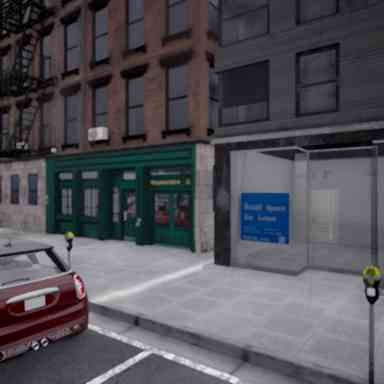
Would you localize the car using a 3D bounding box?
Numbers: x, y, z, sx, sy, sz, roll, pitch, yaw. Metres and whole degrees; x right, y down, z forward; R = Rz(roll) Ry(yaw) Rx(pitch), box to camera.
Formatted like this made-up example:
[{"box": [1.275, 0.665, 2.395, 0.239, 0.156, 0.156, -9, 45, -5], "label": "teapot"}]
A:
[{"box": [-3.576, 1.437, 5.364, 4.097, 1.590, 1.967, 0, 0, 36], "label": "car"}]
